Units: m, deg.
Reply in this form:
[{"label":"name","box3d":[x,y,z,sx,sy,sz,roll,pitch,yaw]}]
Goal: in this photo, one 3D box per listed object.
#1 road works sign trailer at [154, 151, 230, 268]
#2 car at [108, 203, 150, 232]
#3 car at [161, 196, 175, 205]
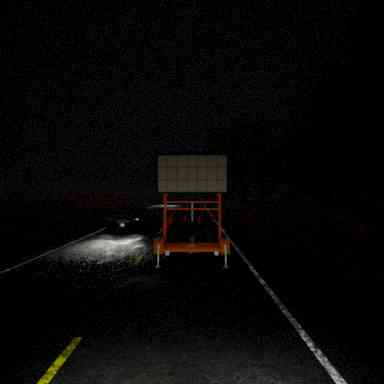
[{"label":"road works sign trailer","box3d":[0.013,0.444,11.212,2.380,3.560,2.880,0,0,1]},{"label":"car","box3d":[-3.596,1.432,19.645,2.128,1.511,4.902,0,0,0]},{"label":"car","box3d":[-3.493,1.237,49.240,1.994,1.385,4.181,0,1,0]}]
